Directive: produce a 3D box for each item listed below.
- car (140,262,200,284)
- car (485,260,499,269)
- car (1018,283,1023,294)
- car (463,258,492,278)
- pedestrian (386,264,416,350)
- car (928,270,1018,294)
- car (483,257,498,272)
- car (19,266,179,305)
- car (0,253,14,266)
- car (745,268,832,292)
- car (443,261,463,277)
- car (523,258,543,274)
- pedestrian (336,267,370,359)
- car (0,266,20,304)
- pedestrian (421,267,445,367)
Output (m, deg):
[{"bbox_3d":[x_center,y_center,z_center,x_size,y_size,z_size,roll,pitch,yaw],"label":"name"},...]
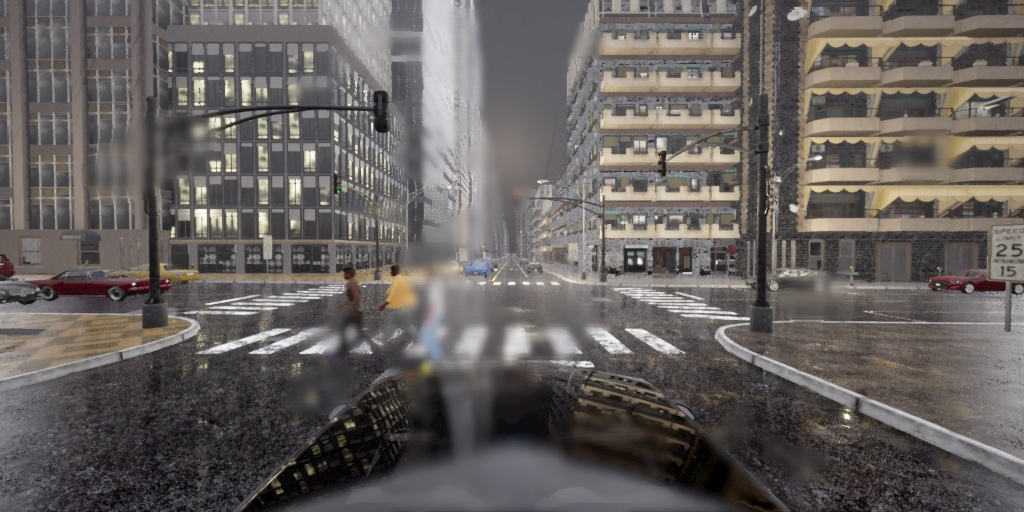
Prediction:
[{"bbox_3d":[-21.706,1.029,21.652,4.829,1.417,1.751,0,0,1],"label":"car"},{"bbox_3d":[-3.191,1.336,57.119,1.895,1.301,4.718,0,0,0],"label":"car"},{"bbox_3d":[21.694,1.576,12.783,4.313,1.339,1.948,0,0,1],"label":"car"},{"bbox_3d":[-3.153,1.218,33.638,1.882,1.535,5.008,0,0,-1],"label":"car"},{"bbox_3d":[-2.354,1.042,7.594,0.375,1.860,0.375,-1,1,0],"label":"pedestrian"},{"bbox_3d":[27.336,1.462,21.095,4.507,1.381,1.888,0,0,1],"label":"car"},{"bbox_3d":[-3.176,1.229,44.670,2.128,1.511,4.902,0,0,0],"label":"car"},{"bbox_3d":[-18.051,1.231,15.844,4.718,1.301,1.895,0,1,1],"label":"car"},{"bbox_3d":[-33.653,0.712,21.834,5.009,1.841,2.192,0,0,1],"label":"car"},{"bbox_3d":[16.271,1.375,21.228,4.403,1.370,2.007,0,0,1],"label":"car"},{"bbox_3d":[-5.757,1.265,35.832,1.751,1.417,4.829,0,0,0],"label":"car"},{"bbox_3d":[2.612,1.289,41.672,2.007,1.370,4.403,0,0,0],"label":"car"},{"bbox_3d":[-3.081,1.043,6.925,0.375,1.860,0.375,-1,1,0],"label":"pedestrian"},{"bbox_3d":[-20.309,1.204,13.322,4.403,1.370,2.007,0,0,1],"label":"car"},{"bbox_3d":[-1.329,1.042,6.338,0.375,1.860,0.375,-1,1,0],"label":"pedestrian"}]
